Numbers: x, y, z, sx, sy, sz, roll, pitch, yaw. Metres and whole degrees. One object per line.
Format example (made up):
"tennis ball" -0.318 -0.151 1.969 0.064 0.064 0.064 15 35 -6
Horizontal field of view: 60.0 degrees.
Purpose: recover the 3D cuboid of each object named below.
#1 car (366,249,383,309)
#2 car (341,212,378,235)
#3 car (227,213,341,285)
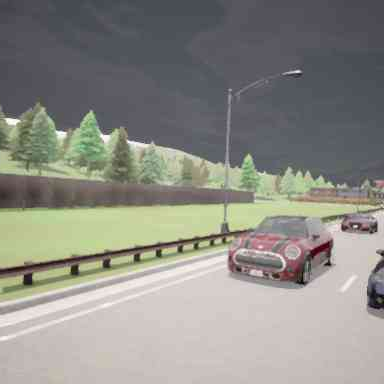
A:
"car" 5.291 1.812 7.572 1.994 1.385 4.181 2 0 34
"car" 11.893 2.130 23.531 1.994 1.385 4.181 2 0 34
"car" 2.914 1.513 10.282 2.097 1.767 4.553 2 0 34
